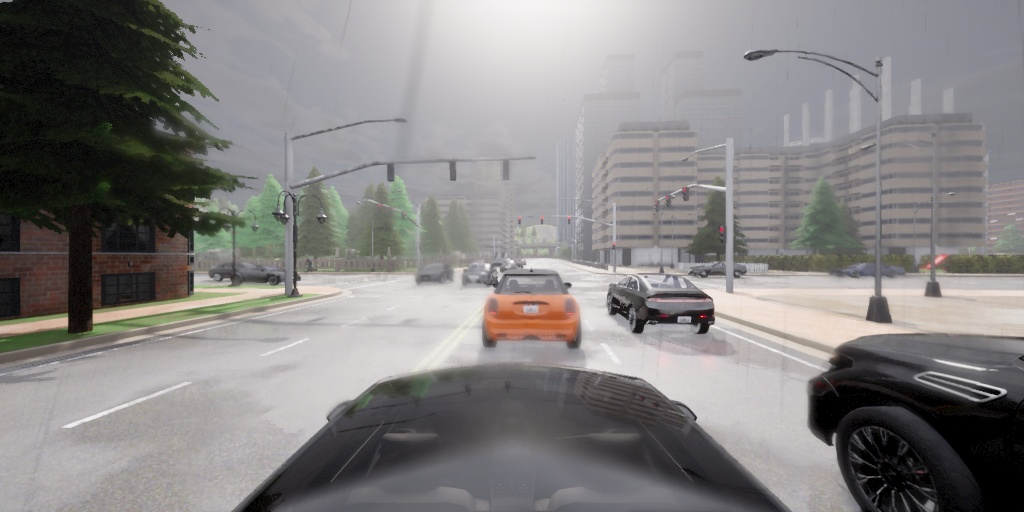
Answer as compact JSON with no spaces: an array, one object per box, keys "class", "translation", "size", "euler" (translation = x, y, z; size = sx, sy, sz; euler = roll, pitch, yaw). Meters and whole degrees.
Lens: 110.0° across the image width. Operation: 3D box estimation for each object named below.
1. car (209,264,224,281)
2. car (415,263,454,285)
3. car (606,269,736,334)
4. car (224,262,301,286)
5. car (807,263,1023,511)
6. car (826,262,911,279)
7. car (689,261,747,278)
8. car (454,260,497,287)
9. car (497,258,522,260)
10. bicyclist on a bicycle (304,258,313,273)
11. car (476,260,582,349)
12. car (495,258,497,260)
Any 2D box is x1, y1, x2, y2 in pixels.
[{"class":"car","translation":[-21.704,1.255,28.993],"size":[4.892,1.490,1.837],"euler":[0,0,4]},{"class":"car","translation":[-5.499,1.255,26.146],"size":[1.837,1.490,4.892],"euler":[0,0,5]},{"class":"car","translation":[4.093,1.241,10.614],"size":[2.128,1.511,4.902],"euler":[0,0,4]},{"class":"car","translation":[-17.216,1.314,25.156],"size":[4.181,1.385,1.994],"euler":[0,0,4]},{"class":"car","translation":[3.709,0.971,0.777],"size":[2.150,2.045,5.566],"euler":[0,0,0]},{"class":"car","translation":[32.006,1.297,32.333],"size":[5.357,1.411,2.033],"euler":[0,0,4]},{"class":"car","translation":[19.004,1.241,33.271],"size":[4.902,1.511,2.128],"euler":[0,0,4]},{"class":"car","translation":[-2.119,1.241,24.365],"size":[2.128,1.511,4.902],"euler":[0,0,5]},{"class":"car","translation":[-0.300,1.241,44.114],"size":[2.128,1.511,4.902],"euler":[0,0,4]},{"class":"bicyclist on a bicycle","translation":[-22.756,1.051,40.073],"size":[0.582,1.620,1.656],"euler":[0,0,4]},{"class":"car","translation":[0.518,1.102,9.387],"size":[2.097,1.767,4.553],"euler":[0,0,3]},{"class":"car","translation":[-2.280,1.100,64.546],"size":[2.097,1.767,4.553],"euler":[0,0,5]}]
